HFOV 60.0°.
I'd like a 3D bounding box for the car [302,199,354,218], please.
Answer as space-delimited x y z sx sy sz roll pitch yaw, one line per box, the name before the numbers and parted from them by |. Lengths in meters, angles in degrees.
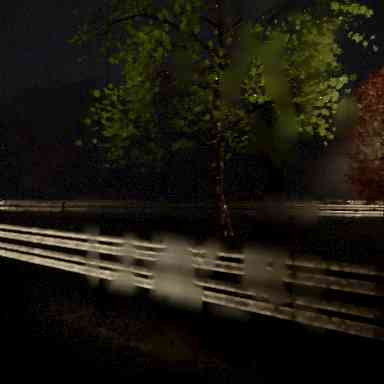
car | 12.509 1.437 30.889 4.553 1.767 2.097 0 0 13
